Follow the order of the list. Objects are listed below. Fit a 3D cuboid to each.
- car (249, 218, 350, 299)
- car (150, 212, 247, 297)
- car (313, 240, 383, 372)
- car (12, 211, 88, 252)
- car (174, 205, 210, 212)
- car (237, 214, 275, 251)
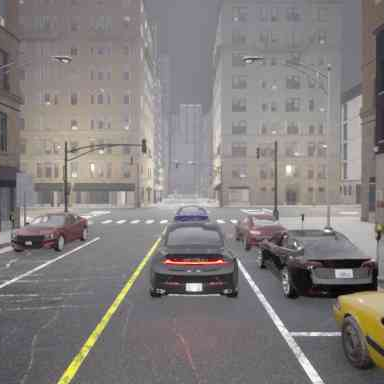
[{"bbox_3d":[2.843,1.563,8.304,1.947,1.339,4.313,-1,0,0],"label":"car"},{"bbox_3d":[0.046,1.502,8.533,1.837,1.490,4.892,0,0,0],"label":"car"},{"bbox_3d":[2.855,1.524,2.888,1.752,1.417,4.829,-1,0,0],"label":"car"},{"bbox_3d":[-5.716,1.540,13.867,1.887,1.381,4.507,-1,0,0],"label":"car"},{"bbox_3d":[-0.011,1.471,18.483,1.882,1.535,5.008,0,0,0],"label":"car"},{"bbox_3d":[2.830,1.577,13.890,1.802,1.307,4.206,-1,0,0],"label":"car"}]
